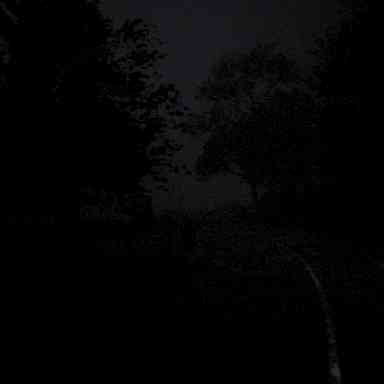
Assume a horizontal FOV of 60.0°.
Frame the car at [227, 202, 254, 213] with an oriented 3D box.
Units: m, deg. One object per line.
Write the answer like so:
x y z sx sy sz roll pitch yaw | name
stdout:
7.823 2.748 53.544 1.895 1.301 4.718 -2 -2 30 | car

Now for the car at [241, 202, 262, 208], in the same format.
14.585 3.185 81.168 4.674 1.452 2.002 -2 -1 29 | car

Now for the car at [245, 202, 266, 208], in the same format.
15.946 3.203 83.644 4.792 1.488 2.163 -2 -1 29 | car

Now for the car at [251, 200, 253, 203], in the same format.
10.410 3.059 73.791 5.008 1.535 2.097 -2 -1 29 | car

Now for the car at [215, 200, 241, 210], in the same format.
7.607 2.745 68.886 5.566 2.045 2.435 -2 -2 29 | car

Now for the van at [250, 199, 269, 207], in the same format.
17.458 2.972 86.039 4.442 1.987 1.878 -2 -1 29 | van
